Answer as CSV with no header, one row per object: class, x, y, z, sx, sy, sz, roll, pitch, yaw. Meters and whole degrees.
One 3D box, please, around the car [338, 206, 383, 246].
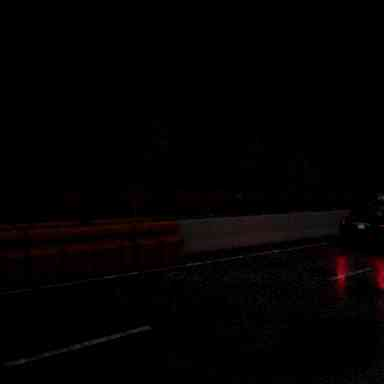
car,8.244,1.365,14.049,4.553,1.767,2.097,0,0,-35
